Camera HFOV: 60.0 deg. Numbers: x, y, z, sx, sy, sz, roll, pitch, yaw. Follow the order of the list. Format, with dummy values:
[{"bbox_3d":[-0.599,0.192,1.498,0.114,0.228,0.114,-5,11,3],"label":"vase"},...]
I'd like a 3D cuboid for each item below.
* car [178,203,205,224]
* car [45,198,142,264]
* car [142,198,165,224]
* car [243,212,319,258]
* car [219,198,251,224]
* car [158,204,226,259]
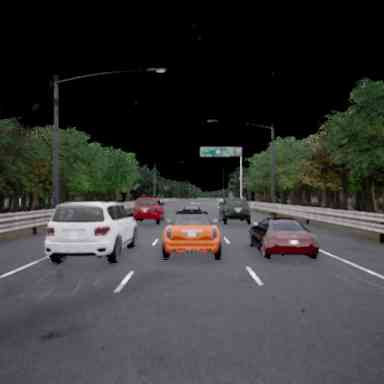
[{"bbox_3d":[-0.013,1.801,28.505,2.128,1.511,4.902,0,-1,0],"label":"car"},{"bbox_3d":[-3.505,1.357,12.567,2.150,2.045,5.566,0,0,0],"label":"car"},{"bbox_3d":[-3.521,1.522,27.599,2.150,2.045,5.566,0,0,0],"label":"car"},{"bbox_3d":[3.503,1.706,13.403,1.994,1.385,4.181,0,-1,0],"label":"car"},{"bbox_3d":[3.479,1.523,27.574,2.150,2.045,5.566,0,0,0],"label":"car"},{"bbox_3d":[0.003,1.493,13.423,2.097,1.767,4.553,0,-1,0],"label":"car"}]
